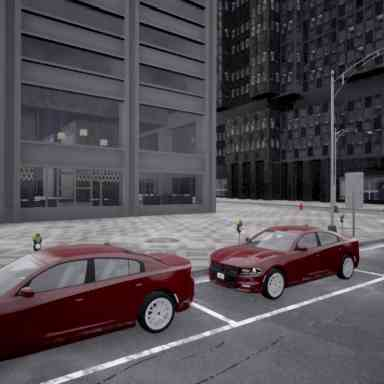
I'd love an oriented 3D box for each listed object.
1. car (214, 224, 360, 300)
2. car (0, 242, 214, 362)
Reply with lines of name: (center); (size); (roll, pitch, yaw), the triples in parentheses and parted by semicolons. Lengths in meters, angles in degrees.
car: (2.441, 1.545, 8.404); (4.507, 1.381, 1.887); (0, 0, -35)
car: (-2.057, 1.545, 5.194); (4.507, 1.381, 1.887); (0, 0, -35)
